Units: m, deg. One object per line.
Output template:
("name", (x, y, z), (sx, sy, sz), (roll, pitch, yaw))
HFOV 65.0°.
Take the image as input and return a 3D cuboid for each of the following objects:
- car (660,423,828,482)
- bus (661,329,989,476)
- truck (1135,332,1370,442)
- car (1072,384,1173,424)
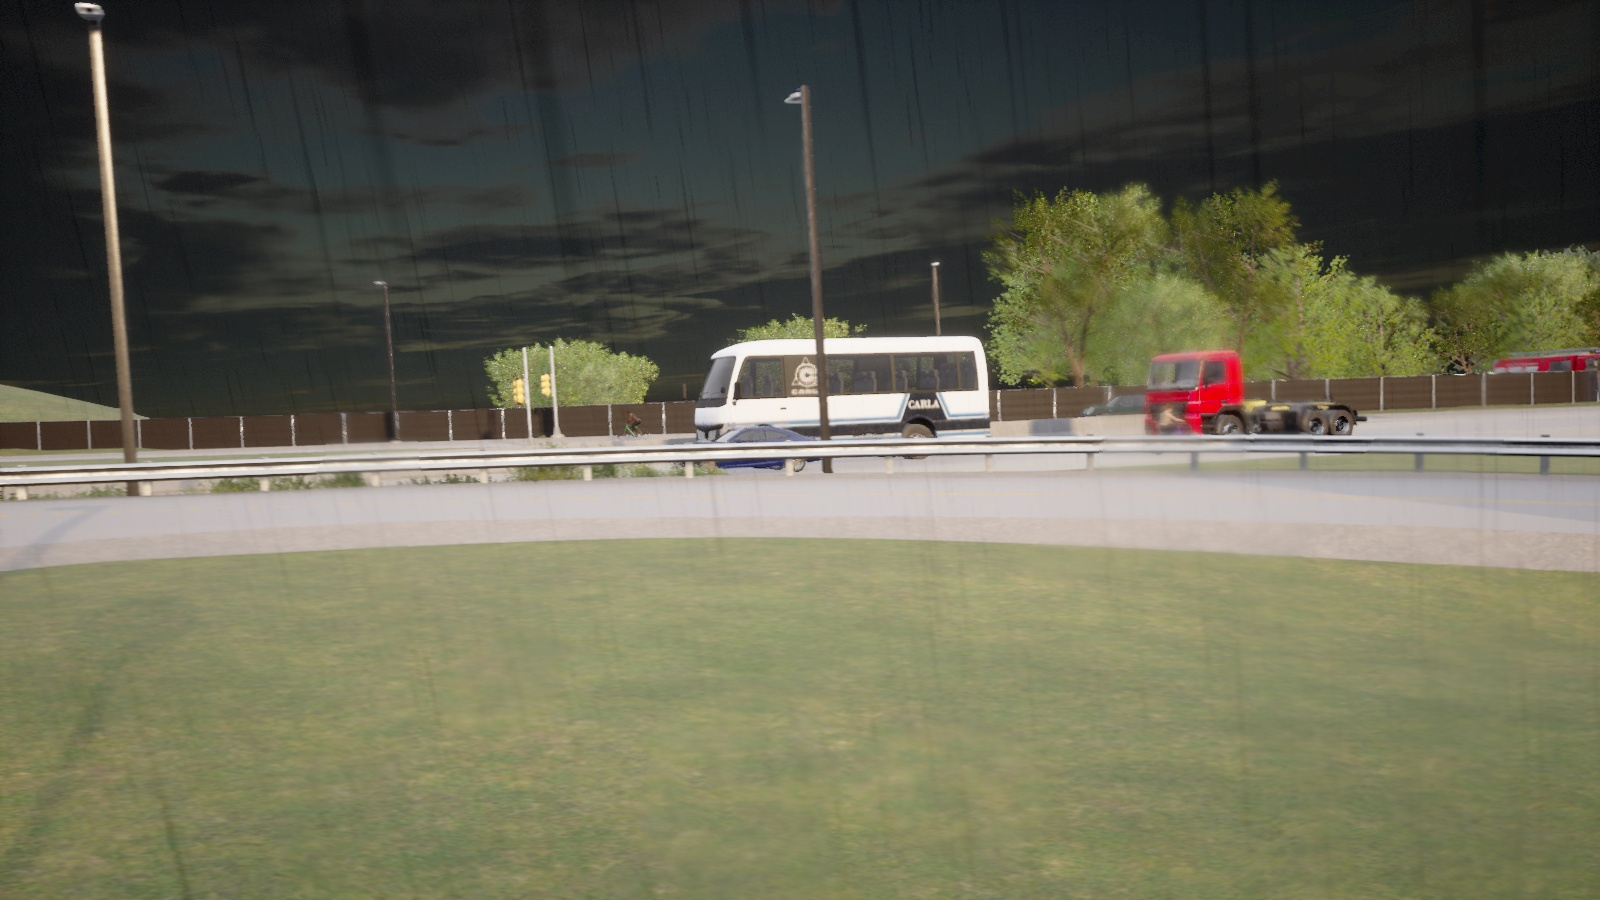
("car", (-1.703, 0.054, 38.253), (4.674, 1.442, 1.812), (-4, 2, -22))
("bus", (0.880, -1.679, 43.034), (10.273, 4.253, 3.944), (-4, 2, -22))
("truck", (16.409, -2.304, 45.465), (7.936, 3.462, 2.891), (-4, 2, -22))
("car", (16.432, -2.353, 64.140), (4.553, 1.767, 2.097), (-3, 3, 1))
